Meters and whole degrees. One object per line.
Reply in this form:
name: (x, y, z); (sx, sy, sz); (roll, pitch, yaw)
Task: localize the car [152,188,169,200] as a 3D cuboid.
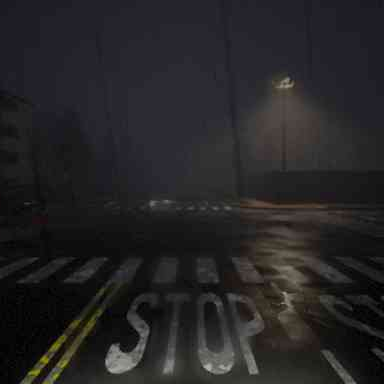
car: (-3.961, 0.239, 42.338); (1.882, 1.535, 5.008); (0, 3, 0)

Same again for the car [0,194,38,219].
car: (-12.324, 0.899, 21.102); (4.902, 1.511, 2.128); (0, 4, 7)
